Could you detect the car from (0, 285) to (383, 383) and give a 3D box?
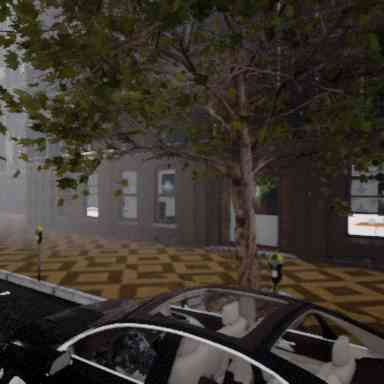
[{"bbox_3d":[0.015,1.546,2.865,4.403,1.369,2.008,0,0,35],"label":"car"}]
